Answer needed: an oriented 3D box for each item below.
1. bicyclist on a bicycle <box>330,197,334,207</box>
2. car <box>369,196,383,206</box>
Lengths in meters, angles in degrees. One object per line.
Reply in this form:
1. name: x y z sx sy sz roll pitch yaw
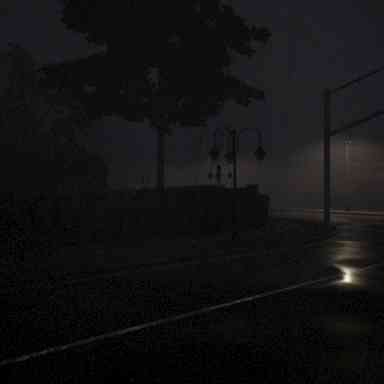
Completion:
1. bicyclist on a bicycle: 20.837 1.430 50.104 1.656 1.620 0.582 -6 -7 -37
2. car: 28.414 1.295 48.461 2.242 1.667 4.611 0 0 -35
